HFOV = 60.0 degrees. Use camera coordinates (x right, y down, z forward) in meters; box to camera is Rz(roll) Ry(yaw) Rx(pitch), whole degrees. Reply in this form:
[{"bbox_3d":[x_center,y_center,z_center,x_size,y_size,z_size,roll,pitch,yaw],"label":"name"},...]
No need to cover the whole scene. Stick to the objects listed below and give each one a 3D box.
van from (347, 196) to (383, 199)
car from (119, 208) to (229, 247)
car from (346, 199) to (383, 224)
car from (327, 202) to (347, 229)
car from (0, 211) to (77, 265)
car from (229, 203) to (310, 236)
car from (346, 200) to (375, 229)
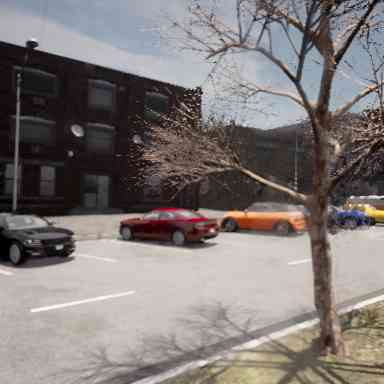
[{"bbox_3d":[14.024,1.298,25.060,4.442,1.987,1.878,-1,-1,37],"label":"van"},{"bbox_3d":[-1.170,1.482,15.123,5.008,1.535,2.097,-1,-1,35],"label":"car"},{"bbox_3d":[11.248,1.518,23.594,5.366,1.575,1.946,-1,-1,37],"label":"car"},{"bbox_3d":[6.360,1.506,20.174,4.892,1.521,2.231,-1,-1,36],"label":"car"},{"bbox_3d":[-6.139,1.468,11.694,5.008,1.535,2.097,-1,-1,35],"label":"car"},{"bbox_3d":[3.851,1.371,18.494,4.553,1.767,2.185,-1,-1,36],"label":"car"},{"bbox_3d":[8.870,1.512,21.850,5.008,1.535,2.097,-1,-1,37],"label":"car"}]
